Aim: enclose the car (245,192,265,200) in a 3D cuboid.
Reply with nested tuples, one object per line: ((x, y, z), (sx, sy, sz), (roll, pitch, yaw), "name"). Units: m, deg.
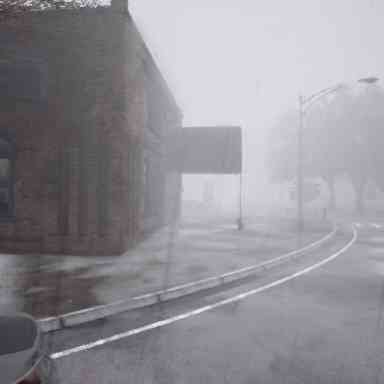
((17.514, 1.455, 90.318), (4.674, 1.452, 2.002), (-1, 3, -16), "car")

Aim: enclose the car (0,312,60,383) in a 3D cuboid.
((-3.240, 1.556, 1.838), (4.674, 1.442, 1.812), (0, 0, -36), "car")

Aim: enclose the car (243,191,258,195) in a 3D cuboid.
((17.764, 1.258, 93.263), (4.792, 1.488, 2.163), (-2, 3, -16), "car")
